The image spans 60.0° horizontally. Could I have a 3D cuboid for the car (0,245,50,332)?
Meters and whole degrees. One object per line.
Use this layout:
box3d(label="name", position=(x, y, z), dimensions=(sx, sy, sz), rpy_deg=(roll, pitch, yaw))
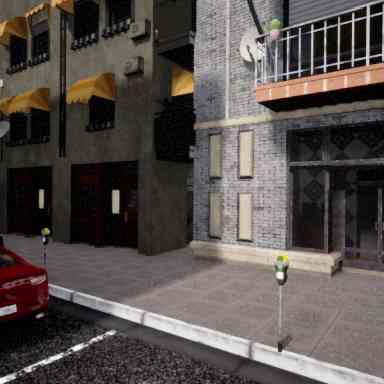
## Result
box3d(label="car", position=(-4.421, 1.544, 6.028), dimensions=(4.507, 1.381, 1.887), rpy_deg=(0, 1, 36))
